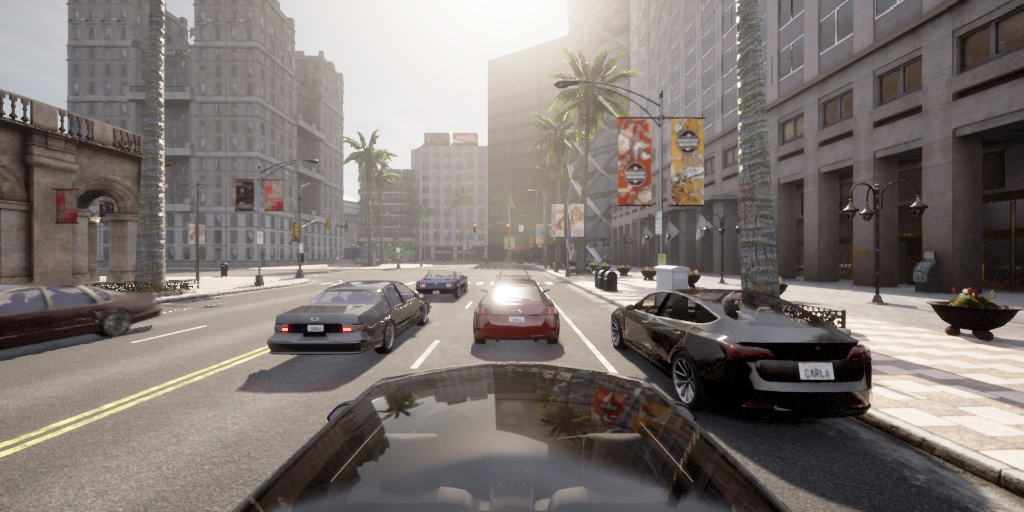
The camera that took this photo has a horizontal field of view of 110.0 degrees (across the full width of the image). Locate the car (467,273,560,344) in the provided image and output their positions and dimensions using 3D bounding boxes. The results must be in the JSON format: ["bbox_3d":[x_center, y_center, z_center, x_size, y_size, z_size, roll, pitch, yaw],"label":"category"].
[{"bbox_3d":[0.096,1.314,9.610,1.994,1.385,4.181,0,0,0],"label":"car"}]

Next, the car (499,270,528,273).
[{"bbox_3d":[0.090,1.351,18.418,1.895,1.301,4.718,0,0,0],"label":"car"}]

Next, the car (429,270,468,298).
[{"bbox_3d":[-3.410,1.351,18.374,1.895,1.301,4.718,0,0,0],"label":"car"}]

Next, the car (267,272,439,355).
[{"bbox_3d":[-3.406,1.297,8.725,2.033,1.411,5.357,0,0,0],"label":"car"}]

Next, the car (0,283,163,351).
[{"bbox_3d":[-10.592,1.297,7.480,2.033,1.411,5.357,0,0,0],"label":"car"}]
